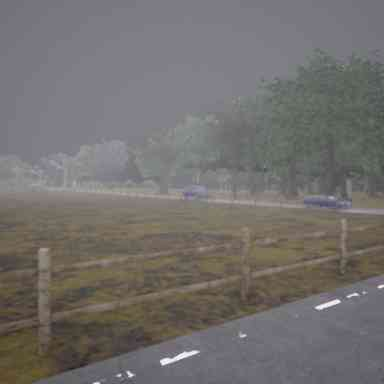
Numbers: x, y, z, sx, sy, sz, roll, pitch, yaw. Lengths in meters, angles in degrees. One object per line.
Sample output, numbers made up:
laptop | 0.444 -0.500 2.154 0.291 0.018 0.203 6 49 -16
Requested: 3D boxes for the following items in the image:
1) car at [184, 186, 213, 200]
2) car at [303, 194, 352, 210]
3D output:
car | 0.905 0.145 50.004 2.150 2.045 5.566 0 2 -35
car | 13.182 0.956 32.647 1.812 1.442 4.674 0 2 -35
